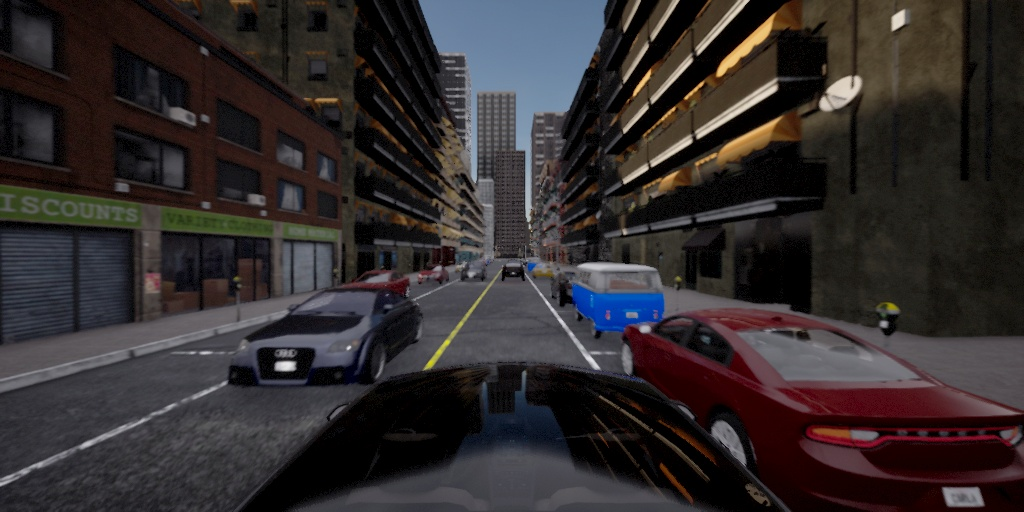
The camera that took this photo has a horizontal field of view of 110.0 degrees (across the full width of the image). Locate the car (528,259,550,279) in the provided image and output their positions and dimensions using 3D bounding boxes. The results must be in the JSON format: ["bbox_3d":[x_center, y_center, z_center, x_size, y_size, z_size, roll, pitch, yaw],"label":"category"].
[{"bbox_3d":[2.692,1.273,32.150,1.751,1.417,4.829,0,0,0],"label":"car"}]

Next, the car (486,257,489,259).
[{"bbox_3d":[-5.685,1.302,65.134,1.888,1.381,4.507,0,0,0],"label":"car"}]

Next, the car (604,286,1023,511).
[{"bbox_3d":[2.690,1.295,4.363,1.888,1.381,4.507,0,0,0],"label":"car"}]

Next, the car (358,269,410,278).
[{"bbox_3d":[-5.690,1.293,15.423,1.888,1.381,4.507,0,0,0],"label":"car"}]

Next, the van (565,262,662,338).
[{"bbox_3d":[2.690,1.090,9.886,1.690,1.789,3.998,0,0,0],"label":"van"}]

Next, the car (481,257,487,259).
[{"bbox_3d":[-5.686,1.320,59.610,1.948,1.339,4.313,0,0,0],"label":"car"}]

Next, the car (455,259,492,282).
[{"bbox_3d":[-3.045,1.240,29.391,2.128,1.511,4.902,0,0,1],"label":"car"}]

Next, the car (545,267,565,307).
[{"bbox_3d":[2.691,1.314,15.410,1.948,1.339,4.313,0,0,0],"label":"car"}]

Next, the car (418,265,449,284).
[{"bbox_3d":[-5.689,1.330,26.470,1.802,1.307,4.207,0,0,0],"label":"car"}]

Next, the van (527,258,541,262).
[{"bbox_3d":[2.693,1.091,43.027,1.690,1.789,3.998,0,0,0],"label":"van"}]

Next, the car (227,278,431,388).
[{"bbox_3d":[-3.082,1.313,6.878,1.994,1.385,4.181,0,0,0],"label":"car"}]

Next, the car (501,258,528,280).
[{"bbox_3d":[0.104,1.226,31.005,1.882,1.535,5.008,0,0,0],"label":"car"}]
